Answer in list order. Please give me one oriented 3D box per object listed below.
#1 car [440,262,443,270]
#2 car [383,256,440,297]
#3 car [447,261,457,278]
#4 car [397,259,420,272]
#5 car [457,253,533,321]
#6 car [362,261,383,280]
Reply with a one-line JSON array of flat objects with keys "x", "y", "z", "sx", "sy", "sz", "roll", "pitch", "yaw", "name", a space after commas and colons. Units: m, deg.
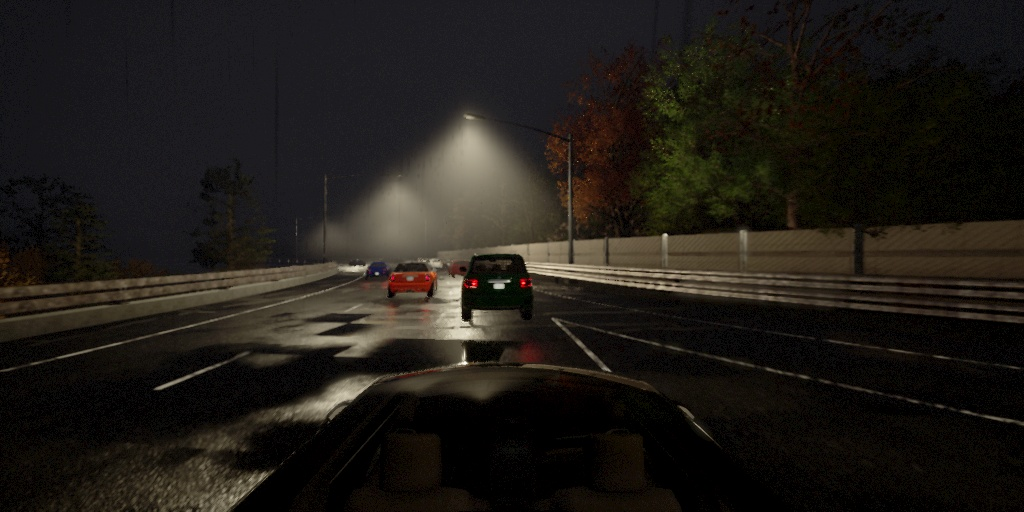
[{"x": -10.636, "y": 1.159, "z": 48.529, "sx": 1.812, "sy": 1.442, "sz": 4.674, "roll": 0, "pitch": 0, "yaw": -24, "name": "car"}, {"x": -5.057, "y": 1.063, "z": 18.728, "sx": 2.097, "sy": 1.767, "sz": 4.553, "roll": 0, "pitch": 0, "yaw": -9, "name": "car"}, {"x": -4.788, "y": 1.144, "z": 32.787, "sx": 1.882, "sy": 1.535, "sz": 5.008, "roll": 0, "pitch": 0, "yaw": -16, "name": "car"}, {"x": -13.475, "y": 1.195, "z": 46.521, "sx": 2.033, "sy": 1.411, "sz": 5.357, "roll": 0, "pitch": 0, "yaw": -25, "name": "car"}, {"x": -0.649, "y": 0.938, "z": 12.625, "sx": 2.150, "sy": 2.045, "sz": 5.566, "roll": 0, "pitch": 0, "yaw": -6, "name": "car"}, {"x": -11.336, "y": 1.217, "z": 30.622, "sx": 1.812, "sy": 1.442, "sz": 4.674, "roll": 0, "pitch": 0, "yaw": -16, "name": "car"}]
